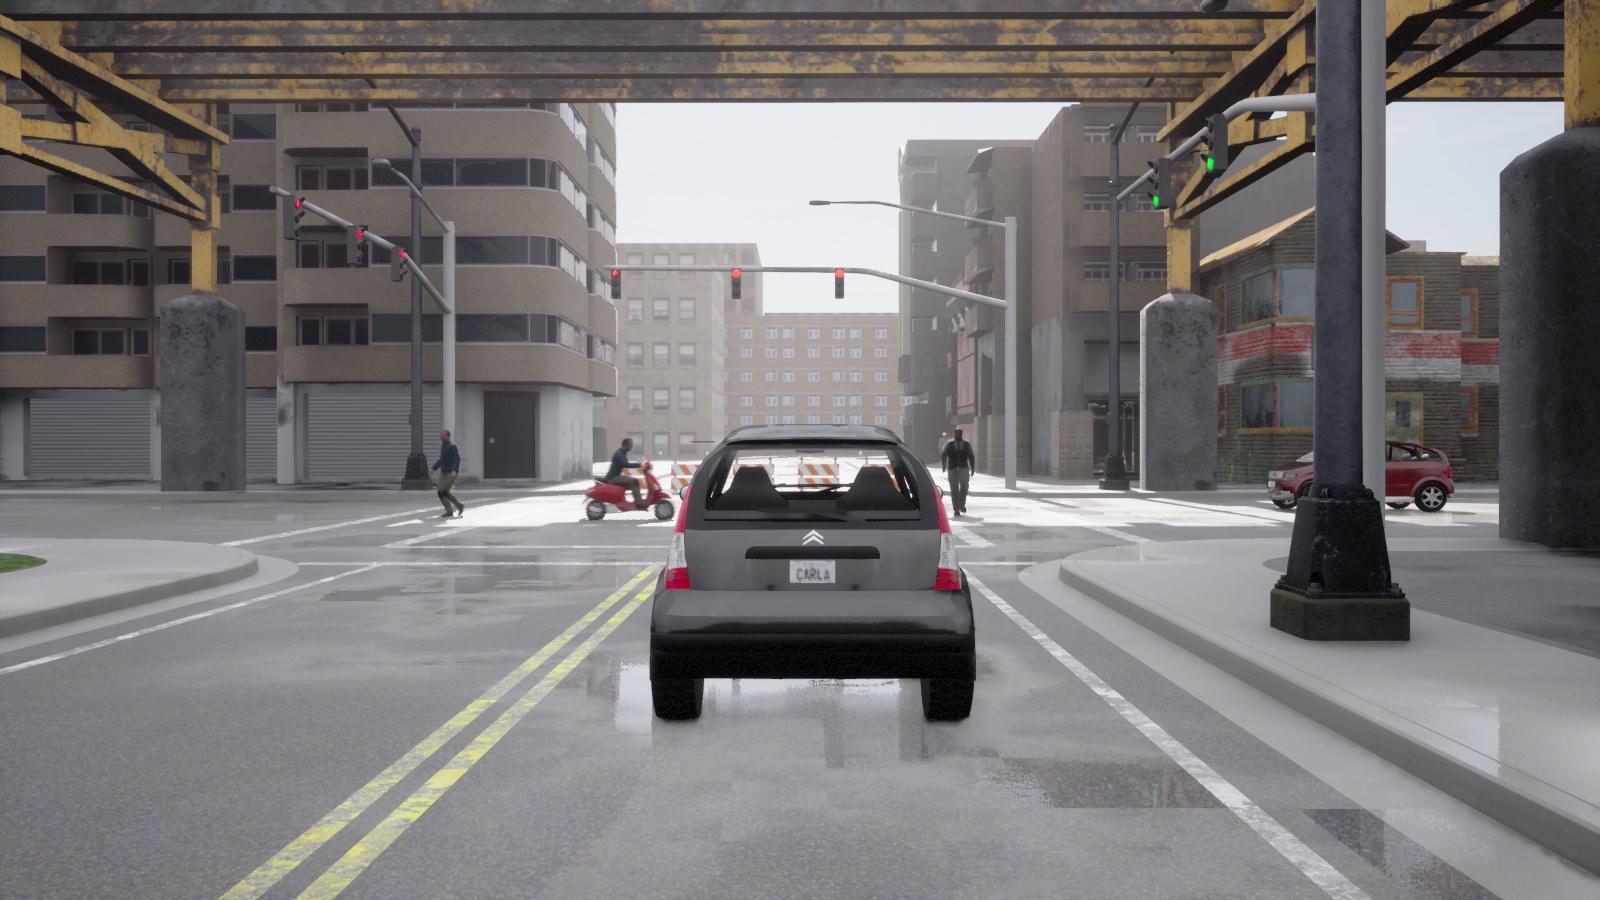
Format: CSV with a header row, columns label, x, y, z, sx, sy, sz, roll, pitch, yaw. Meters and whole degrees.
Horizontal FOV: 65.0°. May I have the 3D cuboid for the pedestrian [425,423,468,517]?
label,x,y,z,sx,sy,sz,roll,pitch,yaw
pedestrian,-7.037,0.397,25.003,0.402,1.842,0.726,0,0,36

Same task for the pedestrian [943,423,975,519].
label,x,y,z,sx,sy,sz,roll,pitch,yaw
pedestrian,3.176,0.405,25.063,0.563,1.883,0.849,0,0,3

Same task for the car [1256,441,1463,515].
label,x,y,z,sx,sy,sz,roll,pitch,yaw
car,12.146,0.580,27.426,3.705,1.549,1.789,0,0,0

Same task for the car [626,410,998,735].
label,x,y,z,sx,sy,sz,roll,pitch,yaw
car,0.073,0.598,8.243,1.851,1.617,3.988,0,0,0

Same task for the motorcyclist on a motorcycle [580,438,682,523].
label,x,y,z,sx,sy,sz,roll,pitch,yaw
motorcyclist on a motorcycle,-3.204,0.562,23.963,1.817,1.590,0.866,0,0,0
